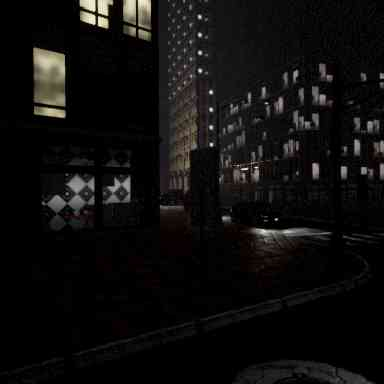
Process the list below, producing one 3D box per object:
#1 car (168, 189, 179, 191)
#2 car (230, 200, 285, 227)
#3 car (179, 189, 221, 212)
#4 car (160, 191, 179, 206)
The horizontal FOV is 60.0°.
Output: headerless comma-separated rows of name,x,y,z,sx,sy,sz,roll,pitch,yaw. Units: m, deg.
car,-2.756,0.590,50.843,2.150,2.045,5.566,-1,1,-18
car,4.106,1.315,21.553,1.837,1.490,4.892,-1,1,-19
car,0.822,0.892,31.177,2.150,2.045,5.566,-1,1,-19
car,-3.116,1.005,42.789,1.837,1.490,4.892,-1,1,-18
